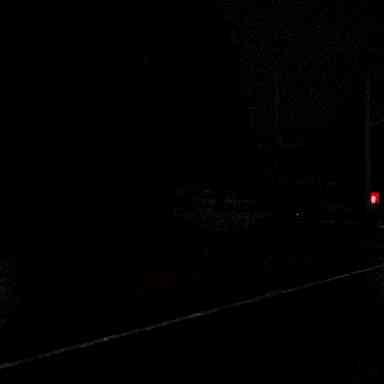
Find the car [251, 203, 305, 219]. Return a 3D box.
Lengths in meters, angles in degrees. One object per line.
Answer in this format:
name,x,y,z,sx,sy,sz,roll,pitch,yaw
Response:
car,7.495,1.616,29.269,1.895,1.301,4.718,0,0,-37

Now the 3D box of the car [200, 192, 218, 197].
car,5.034,1.113,92.368,1.932,1.855,4.605,0,0,-37

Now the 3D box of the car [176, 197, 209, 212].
car,-0.084,1.579,39.310,1.994,1.385,4.181,0,0,-37
